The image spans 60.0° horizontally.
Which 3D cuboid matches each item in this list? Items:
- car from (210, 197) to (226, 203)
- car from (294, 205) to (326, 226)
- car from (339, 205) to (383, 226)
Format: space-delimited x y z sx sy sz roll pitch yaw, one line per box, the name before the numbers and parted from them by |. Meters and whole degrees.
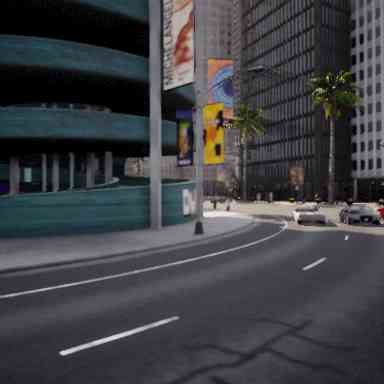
car | 6.027 1.804 77.183 2.231 1.521 4.892 0 0 -28
car | 8.596 1.668 24.474 1.895 1.301 4.718 0 0 13
car | 11.843 1.609 23.687 1.994 1.385 4.181 0 0 13
